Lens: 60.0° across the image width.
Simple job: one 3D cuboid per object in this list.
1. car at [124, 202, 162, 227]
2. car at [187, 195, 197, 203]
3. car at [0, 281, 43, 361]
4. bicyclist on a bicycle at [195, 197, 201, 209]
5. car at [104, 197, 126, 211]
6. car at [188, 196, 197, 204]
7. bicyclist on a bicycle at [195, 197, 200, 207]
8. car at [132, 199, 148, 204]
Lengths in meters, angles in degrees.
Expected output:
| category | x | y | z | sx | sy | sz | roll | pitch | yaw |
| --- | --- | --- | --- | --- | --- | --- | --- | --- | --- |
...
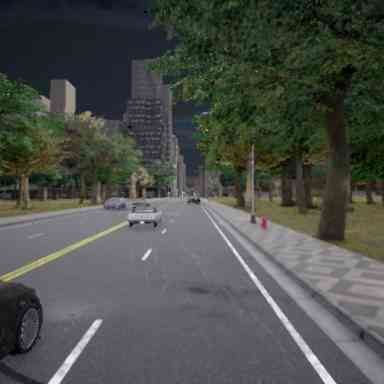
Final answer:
| category | x | y | z | sx | sy | sz | roll | pitch | yaw |
| --- | --- | --- | --- | --- | --- | --- | --- | --- | --- |
| car | -3.146 | 1.635 | 23.191 | 1.895 | 1.301 | 4.718 | 0 | 0 | 0 |
| car | 0.012 | 1.671 | 78.853 | 2.097 | 1.767 | 4.553 | 0 | 0 | 0 |
| car | -3.163 | 1.527 | 3.116 | 1.812 | 1.442 | 4.674 | 0 | 0 | 0 |
| bicyclist on a bicycle | 0.901 | 1.493 | 44.783 | 0.659 | 1.776 | 1.843 | 0 | 0 | 0 |
| car | -9.824 | 1.463 | 42.677 | 2.097 | 1.767 | 4.553 | 0 | 0 | 0 |
| car | 0.030 | 1.762 | 69.397 | 1.837 | 1.490 | 4.892 | 0 | -1 | 1 |
| bicyclist on a bicycle | 0.902 | 1.609 | 54.155 | 0.866 | 1.612 | 1.509 | 0 | 0 | 0 |
| car | -6.578 | 1.661 | 42.846 | 2.033 | 1.411 | 5.357 | 0 | 0 | 0 |
